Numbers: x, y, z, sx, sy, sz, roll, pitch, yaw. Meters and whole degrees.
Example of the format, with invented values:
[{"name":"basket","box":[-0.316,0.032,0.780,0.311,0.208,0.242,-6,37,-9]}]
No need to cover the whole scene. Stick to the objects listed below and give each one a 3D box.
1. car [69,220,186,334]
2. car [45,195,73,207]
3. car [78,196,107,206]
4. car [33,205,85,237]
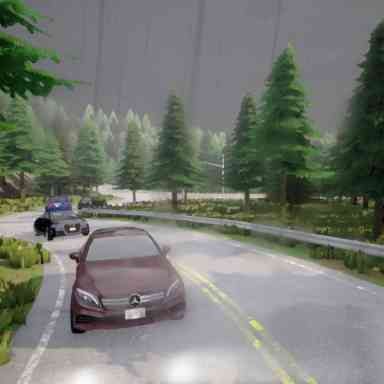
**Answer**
[{"name":"car","box":[-1.520,1.523,7.077,1.812,1.442,4.674,-2,0,-17]},{"name":"car","box":[-12.856,1.326,32.228,2.150,2.045,5.566,-1,0,-18]},{"name":"car","box":[-12.711,1.289,42.817,2.097,1.767,4.553,2,2,13]},{"name":"car","box":[-7.057,1.664,17.800,1.994,1.385,4.181,-4,2,-38]}]
